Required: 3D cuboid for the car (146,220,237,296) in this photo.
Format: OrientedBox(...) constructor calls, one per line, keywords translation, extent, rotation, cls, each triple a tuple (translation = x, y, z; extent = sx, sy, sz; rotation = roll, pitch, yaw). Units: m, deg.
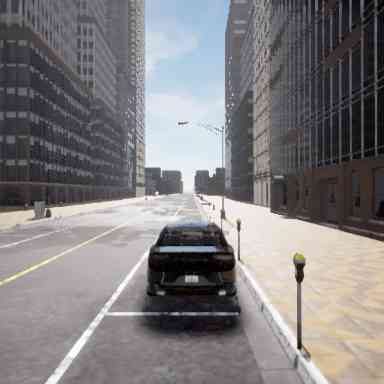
OrientedBox(translation=(-0.006, 1.467, 8.649), extent=(1.882, 1.535, 5.008), rotation=(0, 0, 0), cls="car")
